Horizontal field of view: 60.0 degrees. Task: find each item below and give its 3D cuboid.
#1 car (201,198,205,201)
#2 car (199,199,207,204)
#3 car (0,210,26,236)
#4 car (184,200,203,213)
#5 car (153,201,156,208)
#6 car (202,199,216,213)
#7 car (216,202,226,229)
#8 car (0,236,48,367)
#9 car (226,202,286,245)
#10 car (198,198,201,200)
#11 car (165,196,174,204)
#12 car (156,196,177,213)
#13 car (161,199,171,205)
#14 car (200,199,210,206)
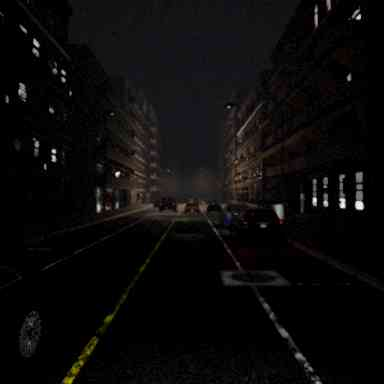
[{"bbox_3d":[2.621,2.094,64.103,1.752,1.417,4.829,0,-1,0],"label":"car"},{"bbox_3d":[2.602,2.297,80.841,1.802,1.307,4.206,0,-1,0],"label":"car"},{"bbox_3d":[-5.696,1.384,7.570,2.192,1.841,5.009,0,-1,0],"label":"car"},{"bbox_3d":[0.024,1.975,41.995,1.895,1.301,4.718,0,-1,0],"label":"car"},{"bbox_3d":[-5.754,2.068,58.291,2.008,1.369,4.403,0,-1,0],"label":"car"},{"bbox_3d":[2.646,1.920,41.389,2.008,1.369,4.403,0,-1,0],"label":"car"},{"bbox_3d":[3.087,1.564,23.542,2.097,1.767,4.553,0,-1,0],"label":"car"},{"bbox_3d":[-3.103,1.521,3.156,2.128,1.511,4.902,0,-1,0],"label":"car"},{"bbox_3d":[3.094,1.501,16.542,2.097,1.767,4.553,0,-1,0],"label":"car"},{"bbox_3d":[-0.037,1.965,53.244,2.128,1.511,4.902,0,-1,0],"label":"car"},{"bbox_3d":[-5.784,2.079,86.475,2.192,1.841,5.009,0,-1,0],"label":"car"},{"bbox_3d":[-3.141,1.615,44.153,2.150,2.045,5.566,0,-1,0],"label":"car"},{"bbox_3d":[-5.772,2.210,75.200,1.887,1.381,4.507,0,-1,0],"label":"car"},{"bbox_3d":[2.614,2.182,69.569,1.947,1.339,4.313,0,-1,0],"label":"car"}]
